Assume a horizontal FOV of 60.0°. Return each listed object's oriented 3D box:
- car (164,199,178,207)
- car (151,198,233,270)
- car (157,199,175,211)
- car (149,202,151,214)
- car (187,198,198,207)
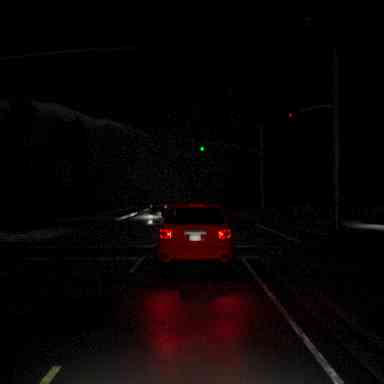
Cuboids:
[{"bbox_3d":[-3.557,1.861,56.793,1.994,1.385,4.181,0,0,0],"label":"car"},{"bbox_3d":[0.093,1.283,11.333,2.150,2.045,5.566,0,0,0],"label":"car"},{"bbox_3d":[-3.591,1.737,46.908,2.128,1.511,4.902,0,0,0],"label":"car"},{"bbox_3d":[-3.594,1.548,37.414,2.097,1.767,4.553,0,0,0],"label":"car"},{"bbox_3d":[0.094,1.816,59.567,1.837,1.490,4.892,0,0,0],"label":"car"}]
